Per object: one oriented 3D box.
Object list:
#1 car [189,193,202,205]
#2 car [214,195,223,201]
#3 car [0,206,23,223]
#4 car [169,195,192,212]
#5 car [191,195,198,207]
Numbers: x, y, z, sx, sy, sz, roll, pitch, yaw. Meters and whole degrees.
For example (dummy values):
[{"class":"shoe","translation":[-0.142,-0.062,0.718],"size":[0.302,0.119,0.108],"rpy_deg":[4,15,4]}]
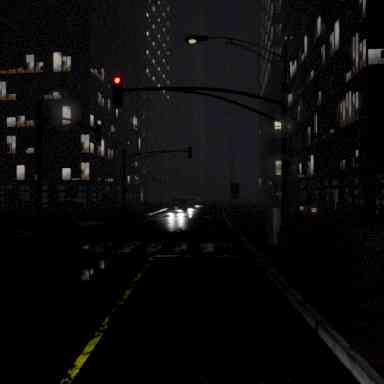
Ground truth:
[{"class":"car","translation":[0.432,1.159,58.315],"size":[2.150,2.045,5.566],"rpy_deg":[0,0,7]},{"class":"car","translation":[6.248,1.362,78.030],"size":[1.882,1.535,5.008],"rpy_deg":[0,0,9]},{"class":"car","translation":[-16.549,1.854,27.985],"size":[4.403,1.369,2.008],"rpy_deg":[-1,1,10]},{"class":"car","translation":[-1.530,1.464,38.530],"size":[2.128,1.511,4.902],"rpy_deg":[0,0,5]},{"class":"car","translation":[-0.723,1.559,47.811],"size":[1.895,1.301,4.718],"rpy_deg":[0,0,6]}]
